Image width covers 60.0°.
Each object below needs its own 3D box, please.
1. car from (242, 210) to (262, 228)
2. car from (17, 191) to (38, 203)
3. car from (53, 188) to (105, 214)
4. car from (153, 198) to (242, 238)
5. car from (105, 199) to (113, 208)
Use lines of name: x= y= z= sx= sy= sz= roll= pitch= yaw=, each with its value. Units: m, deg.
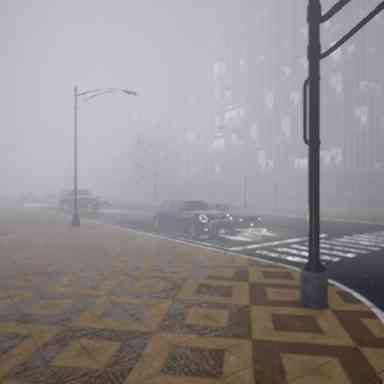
car: x=1.624 y=1.297 z=19.720 sx=2.033 sy=1.411 sz=5.357 roll=0 pitch=1 yaw=-36
car: x=-22.157 y=0.624 z=44.751 sx=2.128 sy=1.511 sz=4.902 roll=0 pitch=1 yaw=-38
car: x=-9.998 y=0.705 z=29.138 sx=2.150 sy=2.045 sz=5.566 roll=0 pitch=1 yaw=-38
car: x=-0.036 y=1.131 z=16.526 sx=2.097 sy=1.767 sz=4.553 roll=0 pitch=1 yaw=-38
car: x=-9.928 y=1.010 z=34.304 sx=1.895 sy=1.301 sz=4.718 roll=0 pitch=1 yaw=-38
